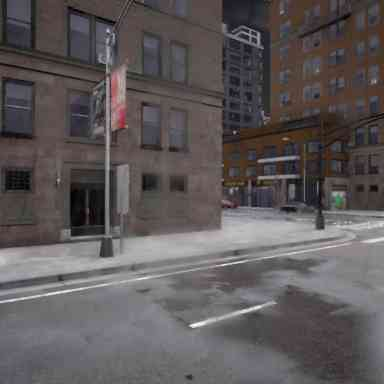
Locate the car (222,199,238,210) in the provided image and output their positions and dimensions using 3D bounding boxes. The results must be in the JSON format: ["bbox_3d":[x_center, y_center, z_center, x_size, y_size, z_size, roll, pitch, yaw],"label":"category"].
[{"bbox_3d":[4.190,1.594,43.285,1.802,1.307,4.206,0,0,-35],"label":"car"}]

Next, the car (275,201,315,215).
[{"bbox_3d":[10.548,1.580,34.281,1.947,1.339,4.313,0,0,-35],"label":"car"}]
